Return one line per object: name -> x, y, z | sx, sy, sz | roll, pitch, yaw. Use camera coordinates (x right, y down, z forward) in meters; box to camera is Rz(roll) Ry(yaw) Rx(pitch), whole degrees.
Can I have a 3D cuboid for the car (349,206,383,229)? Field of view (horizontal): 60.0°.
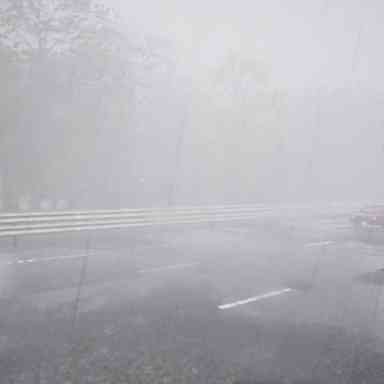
car -> 11.991, 1.541, 20.954 | 4.718, 1.301, 1.895 | 0, 0, -35
